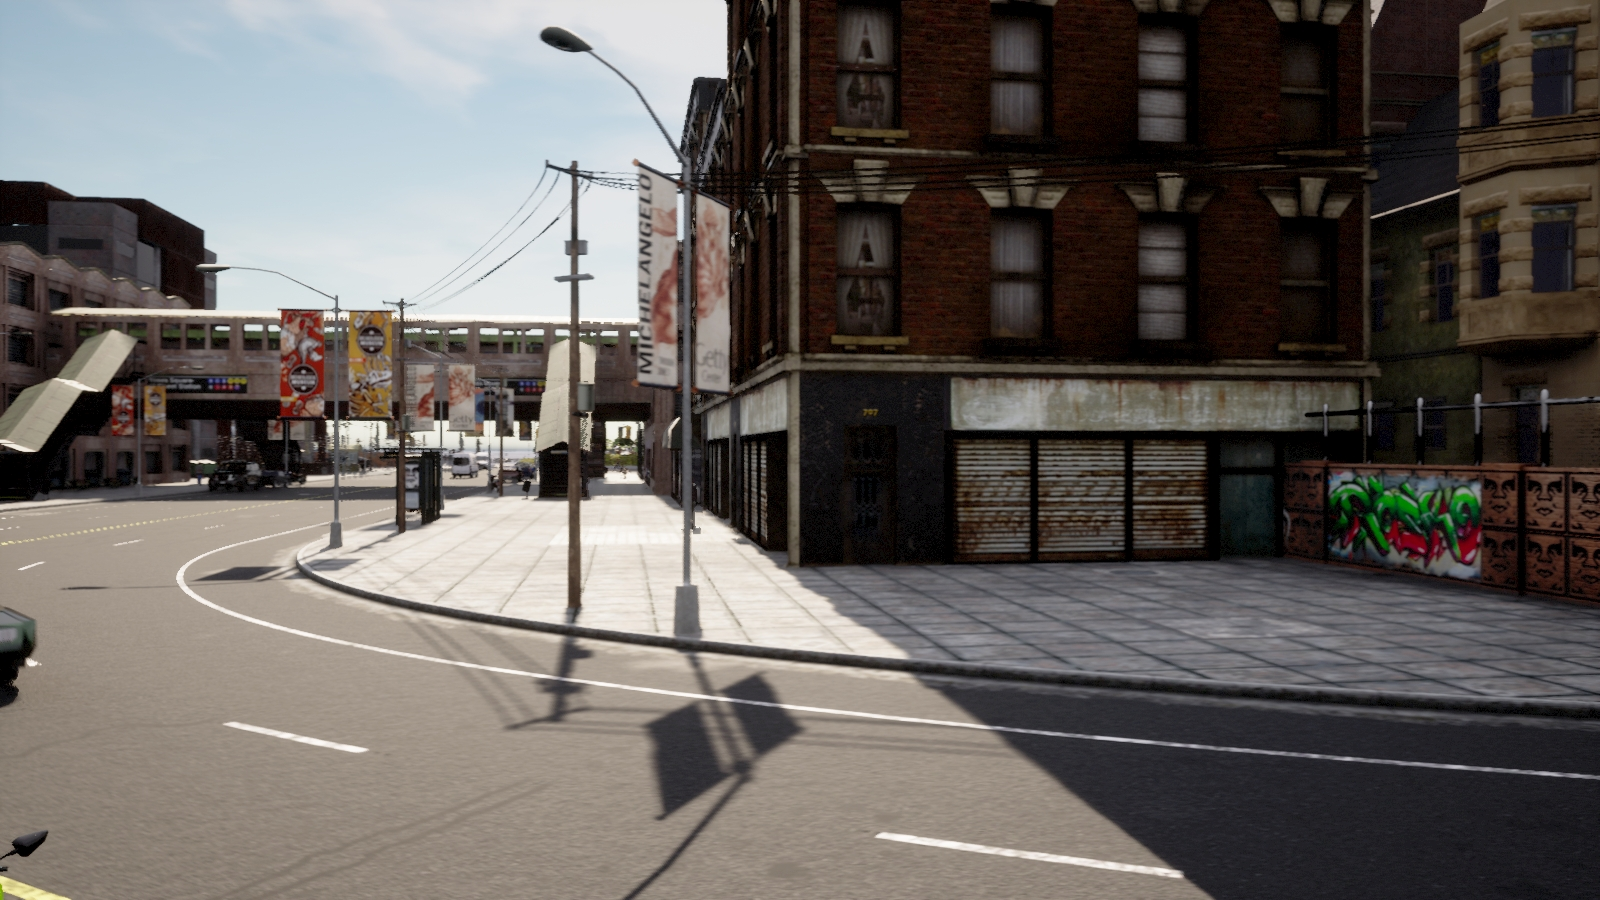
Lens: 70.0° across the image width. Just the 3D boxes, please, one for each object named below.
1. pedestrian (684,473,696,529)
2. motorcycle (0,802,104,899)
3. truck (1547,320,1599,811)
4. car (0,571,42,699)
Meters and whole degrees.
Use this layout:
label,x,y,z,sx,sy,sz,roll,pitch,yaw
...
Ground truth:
label,x,y,z,sx,sy,sz,roll,pitch,yaw
pedestrian,-3.699,1.721,38.439,0.375,1.860,0.375,0,0,-13
motorcycle,-4.139,2.215,5.101,2.033,1.145,0.803,0,-1,28
truck,10.309,0.898,7.621,8.468,3.827,2.891,0,0,10
car,-11.166,2.161,14.050,4.718,1.301,1.895,0,0,41
